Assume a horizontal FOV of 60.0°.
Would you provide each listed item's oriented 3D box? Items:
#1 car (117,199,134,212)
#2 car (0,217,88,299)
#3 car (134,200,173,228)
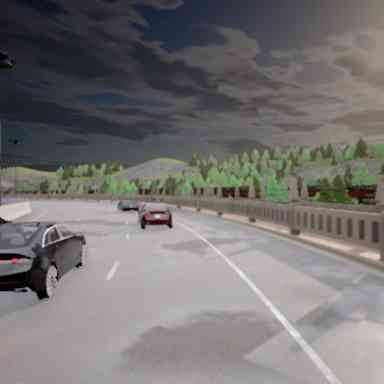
[{"bbox_3d":[-7.198,1.471,37.552,1.994,1.385,4.181,0,0,-20],"label":"car"},{"bbox_3d":[-3.968,1.483,8.311,2.128,1.511,4.902,0,0,-5],"label":"car"},{"bbox_3d":[-2.447,1.442,21.649,2.163,1.488,4.792,0,0,-11],"label":"car"}]
